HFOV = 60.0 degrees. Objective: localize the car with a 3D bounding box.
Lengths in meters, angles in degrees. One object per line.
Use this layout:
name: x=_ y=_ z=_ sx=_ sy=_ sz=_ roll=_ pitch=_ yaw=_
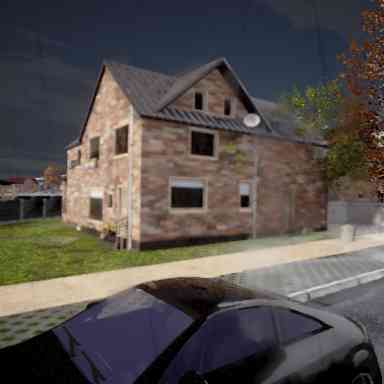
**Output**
car: x=-0.168 y=1.564 z=2.947 sx=4.181 sy=1.385 sz=1.994 roll=0 pitch=0 yaw=-35
